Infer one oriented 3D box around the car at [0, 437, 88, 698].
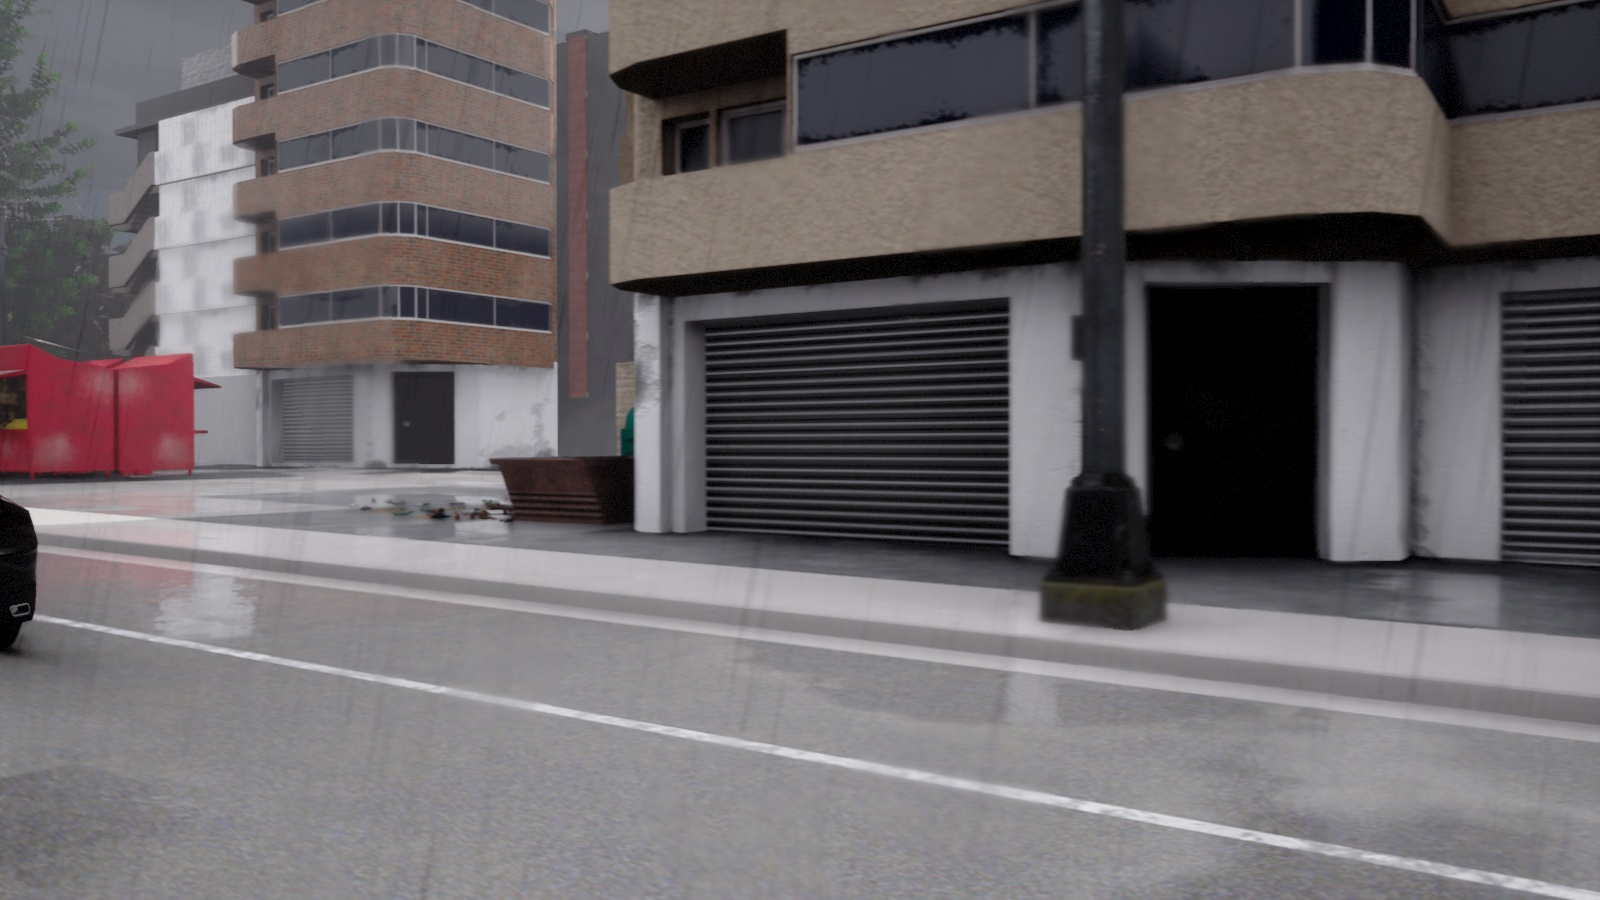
[{"bbox_3d":[-6.864,0.682,8.185,4.892,1.490,1.837,0,1,34],"label":"car"}]
